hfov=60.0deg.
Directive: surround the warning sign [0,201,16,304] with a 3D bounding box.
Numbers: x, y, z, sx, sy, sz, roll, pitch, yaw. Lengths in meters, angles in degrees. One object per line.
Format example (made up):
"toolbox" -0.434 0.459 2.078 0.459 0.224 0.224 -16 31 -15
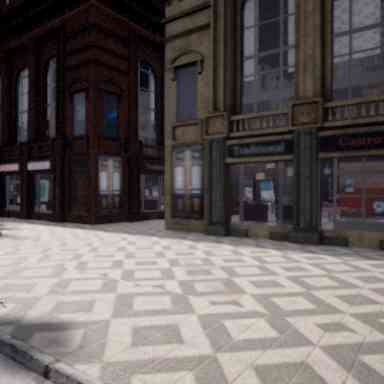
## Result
"warning sign" -4.119 1.100 6.014 1.060 1.860 1.300 0 0 36
